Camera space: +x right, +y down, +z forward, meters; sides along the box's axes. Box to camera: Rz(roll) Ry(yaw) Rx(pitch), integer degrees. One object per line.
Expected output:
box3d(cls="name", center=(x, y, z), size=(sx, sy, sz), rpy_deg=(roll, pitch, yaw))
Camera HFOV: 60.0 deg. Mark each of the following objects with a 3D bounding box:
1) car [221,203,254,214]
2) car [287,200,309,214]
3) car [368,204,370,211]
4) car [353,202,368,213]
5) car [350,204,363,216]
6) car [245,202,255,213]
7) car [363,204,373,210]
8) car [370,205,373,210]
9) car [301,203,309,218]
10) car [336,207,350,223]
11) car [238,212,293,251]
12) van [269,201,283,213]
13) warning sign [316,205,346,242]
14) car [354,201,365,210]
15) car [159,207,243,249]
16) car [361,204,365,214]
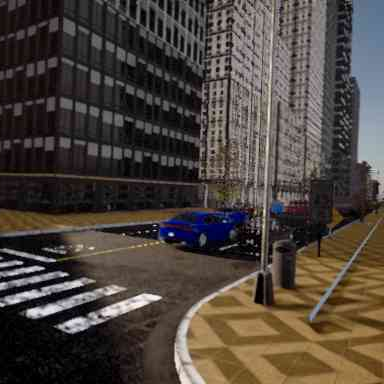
box3d(cls="car", center=(2.869, 1.833, 26.179), size=(1.882, 1.535, 5.008), rpy_deg=(2, 0, 31))
box3d(cls="car", center=(14.713, 2.124, 45.559), size=(2.150, 2.045, 5.566), rpy_deg=(2, 0, 31))
box3d(cls="car", center=(32.674, 3.282, 64.297), size=(1.947, 1.339, 4.313), rpy_deg=(2, 0, 31))
box3d(cls="car", center=(29.759, 3.022, 59.471), size=(1.967, 1.590, 4.097), rpy_deg=(2, 0, 31))
box3d(cls="car", center=(23.915, 2.879, 49.817), size=(1.947, 1.339, 4.313), rpy_deg=(2, 0, 31))
box3d(cls="car", center=(5.083, 1.906, 34.859), size=(1.967, 1.590, 4.097), rpy_deg=(2, 0, 31))
box3d(cls="car", center=(44.354, 3.795, 83.604), size=(1.887, 1.381, 4.507), rpy_deg=(2, 0, 31))
box3d(cls="car", center=(38.514, 3.550, 73.951), size=(1.947, 1.339, 4.313), rpy_deg=(2, 0, 31))
box3d(cls="car", center=(15.352, 2.473, 40.734), size=(2.033, 1.411, 5.357), rpy_deg=(2, 0, 32))
box3d(cls="car", center=(15.156, 2.476, 35.336), size=(1.947, 1.339, 4.313), rpy_deg=(2, 0, 31))
box3d(cls="car", center=(3.589, 1.923, 15.964), size=(2.008, 1.369, 4.403), rpy_deg=(2, 0, 31))
box3d(cls="van", center=(10.924, 2.077, 44.511), size=(1.690, 1.788, 3.998), rpy_deg=(2, 0, 31))
box3d(cls="warning sign", center=(7.593, 1.667, 18.178), size=(1.300, 1.860, 1.060), rpy_deg=(3, 1, 31))
box3d(cls="car", center=(42.642, 3.391, 84.646), size=(2.150, 2.045, 5.566), rpy_deg=(1, -1, 31))
box3d(cls="car", center=(0.437, 1.712, 16.221), size=(1.882, 1.535, 5.008), rpy_deg=(2, 0, 32))
box3d(cls="car", center=(26.834, 3.030, 54.643), size=(1.802, 1.307, 4.206), rpy_deg=(2, 0, 31))
